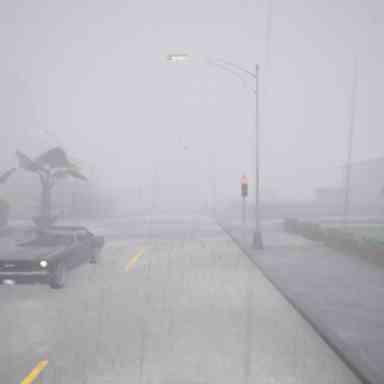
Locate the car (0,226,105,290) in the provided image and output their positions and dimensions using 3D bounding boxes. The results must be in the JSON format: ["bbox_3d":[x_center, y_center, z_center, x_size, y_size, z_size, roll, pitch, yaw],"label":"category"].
[{"bbox_3d":[-4.000,1.689,9.507,1.895,1.301,4.718,0,-1,0],"label":"car"}]

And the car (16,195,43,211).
[{"bbox_3d":[-19.734,1.368,41.606,1.905,1.878,3.866,0,-1,35],"label":"car"}]
